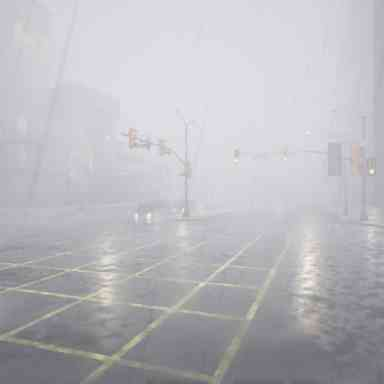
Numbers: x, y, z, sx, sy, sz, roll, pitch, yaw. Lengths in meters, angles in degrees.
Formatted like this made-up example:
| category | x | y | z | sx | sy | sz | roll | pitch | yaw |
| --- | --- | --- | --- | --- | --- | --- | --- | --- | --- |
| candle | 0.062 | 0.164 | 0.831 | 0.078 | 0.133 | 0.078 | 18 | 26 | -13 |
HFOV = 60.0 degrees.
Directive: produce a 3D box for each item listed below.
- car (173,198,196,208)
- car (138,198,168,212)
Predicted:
| category | x | y | z | sx | sy | sz | roll | pitch | yaw |
| --- | --- | --- | --- | --- | --- | --- | --- | --- | --- |
| car | -1.048 | 1.592 | 48.402 | 1.895 | 1.301 | 4.718 | 0 | 0 | 20 |
| car | -4.493 | 1.473 | 38.786 | 1.882 | 1.535 | 5.008 | 0 | 0 | 22 |
